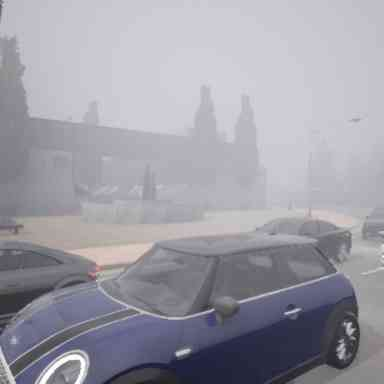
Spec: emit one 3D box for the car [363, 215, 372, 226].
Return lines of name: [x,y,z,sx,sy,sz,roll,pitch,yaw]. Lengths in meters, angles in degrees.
car: [10.540,1.679,17.760,1.882,1.535,5.008,0,0,38]

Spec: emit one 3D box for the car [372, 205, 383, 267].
car: [7.714,1.349,9.953,5.566,2.045,2.150,1,0,-41]

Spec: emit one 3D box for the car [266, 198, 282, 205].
car: [18.468,2.161,76.536,1.812,1.442,4.674,1,0,-34]

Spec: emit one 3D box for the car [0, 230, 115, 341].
car: [-3.710,1.567,5.716,4.181,1.385,1.994,1,0,-36]

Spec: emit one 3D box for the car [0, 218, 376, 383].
car: [0.090,1.378,4.150,4.553,1.767,2.097,1,0,-36]

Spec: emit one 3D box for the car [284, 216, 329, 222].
car: [3.327,1.574,10.912,5.008,1.535,1.882,1,0,-38]

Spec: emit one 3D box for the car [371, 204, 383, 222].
car: [17.873,1.908,30.462,1.994,1.385,4.181,0,0,20]
